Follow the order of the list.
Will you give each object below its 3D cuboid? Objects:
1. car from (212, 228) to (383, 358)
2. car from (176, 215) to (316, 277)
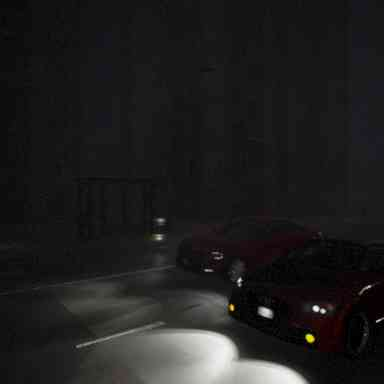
[{"bbox_3d":[2.652,1.563,6.042,4.181,1.385,1.994,0,0,-37],"label":"car"},{"bbox_3d":[1.836,1.477,9.818,5.008,1.535,1.882,0,0,-37],"label":"car"}]
